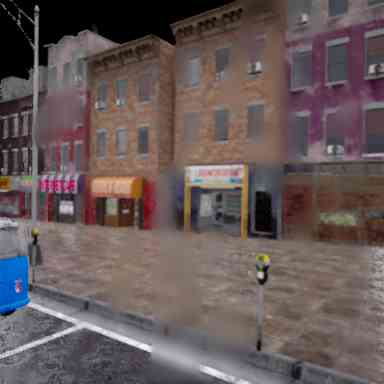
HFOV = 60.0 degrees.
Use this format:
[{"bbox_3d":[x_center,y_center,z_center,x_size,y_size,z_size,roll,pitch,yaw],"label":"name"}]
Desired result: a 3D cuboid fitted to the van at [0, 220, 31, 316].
[{"bbox_3d":[-4.683,1.339,6.132,3.998,1.788,1.690,0,1,36],"label":"van"}]
